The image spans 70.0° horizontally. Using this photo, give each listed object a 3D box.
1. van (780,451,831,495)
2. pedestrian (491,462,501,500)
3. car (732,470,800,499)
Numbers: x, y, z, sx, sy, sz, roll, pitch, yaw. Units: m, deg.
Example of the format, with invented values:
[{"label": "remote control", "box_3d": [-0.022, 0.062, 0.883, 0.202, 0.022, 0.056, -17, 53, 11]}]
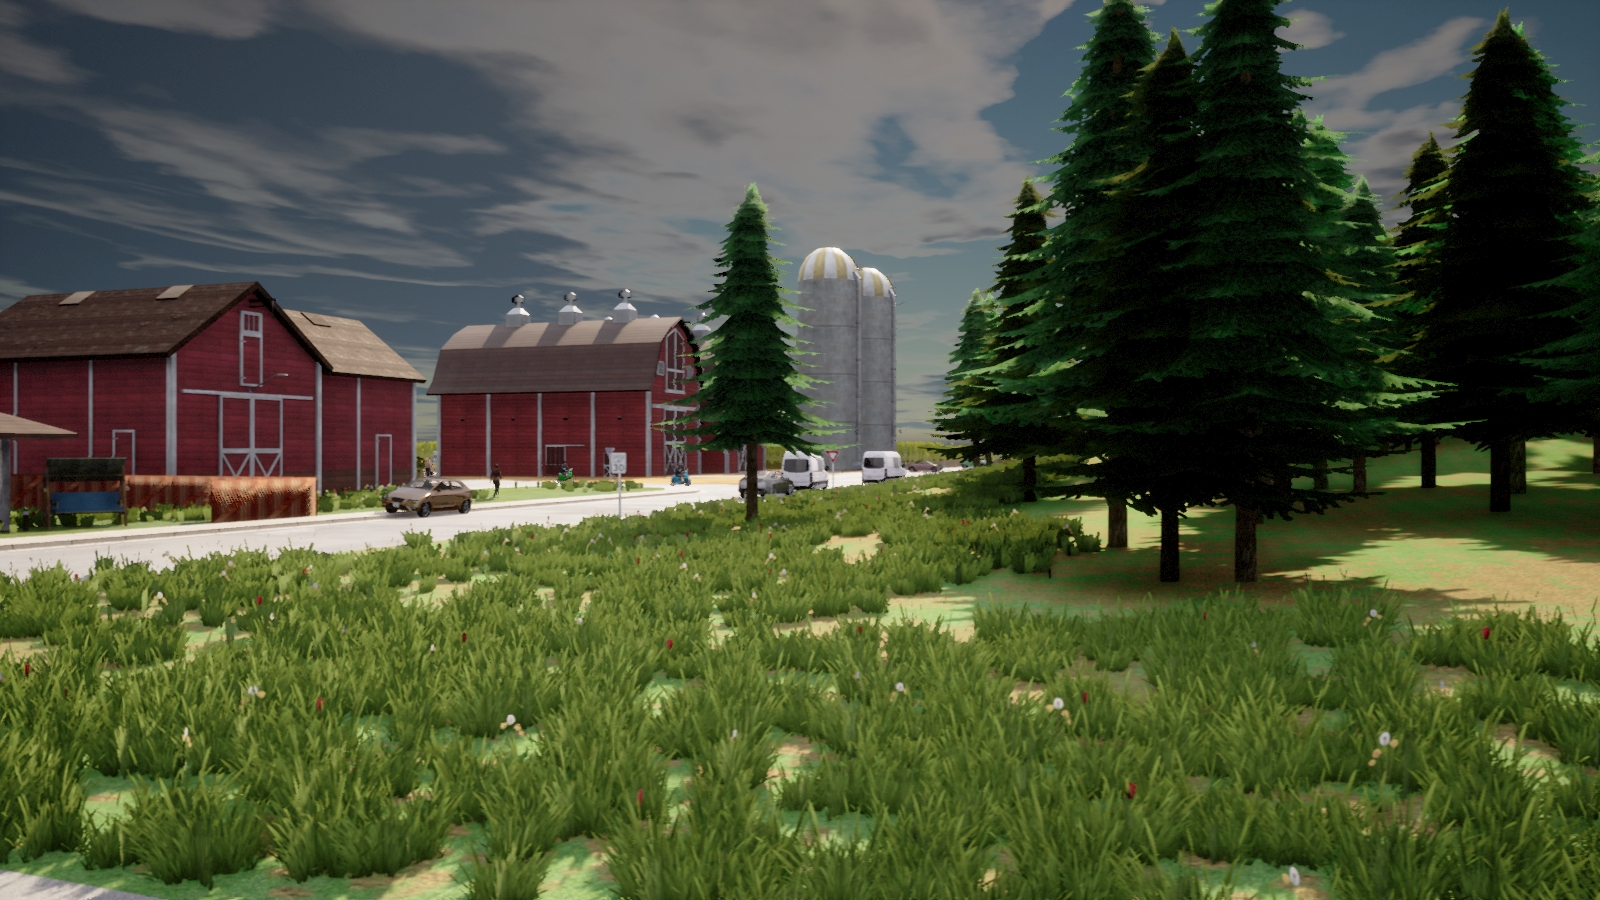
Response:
[{"label": "van", "box_3d": [0.388, 1.362, 71.319, 1.988, 2.561, 5.915, 1, 0, 12]}, {"label": "pedestrian", "box_3d": [-15.028, 1.530, 56.486, 0.375, 1.860, 0.375, 0, 0, 7]}, {"label": "car", "box_3d": [-1.843, 1.894, 63.716, 2.128, 1.511, 4.902, 0, 0, 20]}]
